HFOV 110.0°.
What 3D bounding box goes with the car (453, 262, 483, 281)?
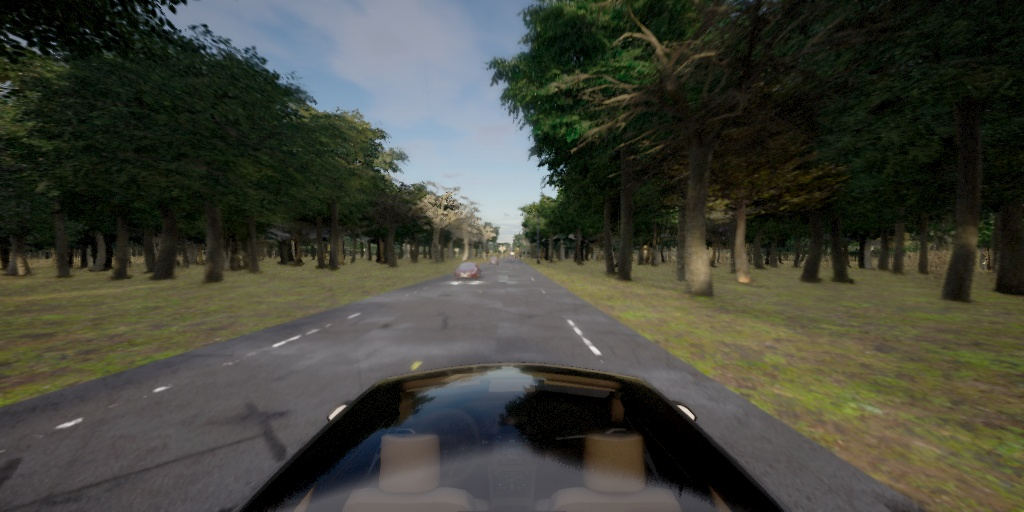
[{"bbox_3d":[-3.580,1.219,29.683,1.812,1.442,4.674,0,0,0],"label":"car"}]
